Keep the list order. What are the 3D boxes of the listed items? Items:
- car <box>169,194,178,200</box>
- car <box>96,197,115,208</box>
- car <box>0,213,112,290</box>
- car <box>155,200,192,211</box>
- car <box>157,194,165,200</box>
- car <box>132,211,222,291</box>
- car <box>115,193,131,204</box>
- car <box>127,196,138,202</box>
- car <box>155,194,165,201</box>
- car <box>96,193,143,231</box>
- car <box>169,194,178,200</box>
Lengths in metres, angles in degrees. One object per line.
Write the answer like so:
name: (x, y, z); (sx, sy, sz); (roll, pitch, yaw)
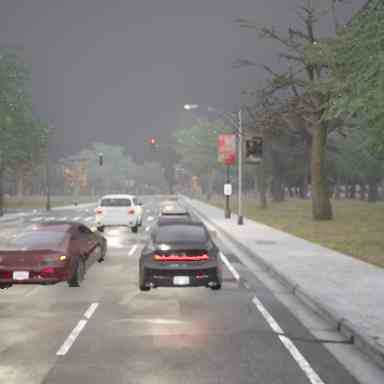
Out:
car: (-4.782, 1.373, 86.788); (2.128, 1.511, 4.902); (0, 0, -3)
car: (-12.478, 1.490, 48.134); (1.812, 1.442, 4.674); (0, 0, -3)
car: (-3.595, 1.516, 9.013); (1.812, 1.442, 4.674); (0, 0, -4)
car: (-1.009, 1.473, 19.302); (2.128, 1.511, 4.902); (0, 0, -3)
car: (-8.027, 1.373, 86.607); (2.128, 1.511, 4.902); (0, 0, -3)
car: (-0.335, 1.495, 8.991); (1.837, 1.490, 4.892); (0, 0, -3)
car: (-13.315, 1.181, 64.084); (2.150, 2.045, 5.566); (0, 0, -3)
car: (-14.124, 1.559, 79.217); (1.895, 1.301, 4.718); (0, 0, -3)
car: (-7.446, 1.442, 76.208); (1.882, 1.535, 5.008); (0, 0, -3)
car: (-4.158, 1.203, 19.611); (2.150, 2.045, 5.566); (0, 0, -5)
car: (-4.201, 1.504, 76.389); (2.033, 1.411, 5.357); (0, 0, -3)
